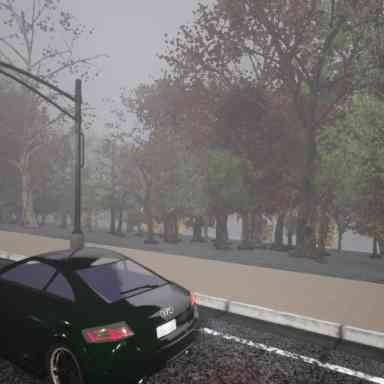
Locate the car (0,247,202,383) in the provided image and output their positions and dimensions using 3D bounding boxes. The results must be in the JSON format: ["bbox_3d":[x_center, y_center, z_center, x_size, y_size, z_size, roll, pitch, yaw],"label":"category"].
[{"bbox_3d":[-1.926,1.563,5.061,4.181,1.385,1.994,0,0,36],"label":"car"}]
